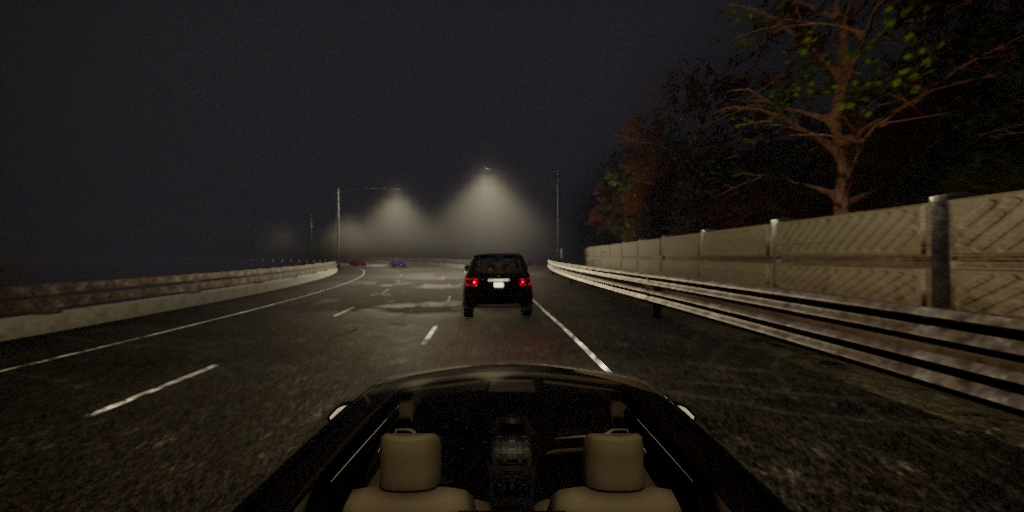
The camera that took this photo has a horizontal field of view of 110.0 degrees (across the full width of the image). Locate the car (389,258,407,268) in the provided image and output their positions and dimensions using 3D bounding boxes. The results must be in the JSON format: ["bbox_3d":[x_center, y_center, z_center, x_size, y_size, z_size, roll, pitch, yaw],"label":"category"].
[{"bbox_3d":[-16.975,1.074,53.279,1.812,1.442,4.674,0,0,-28],"label":"car"}]

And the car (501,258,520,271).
[{"bbox_3d":[-0.116,1.044,45.150,1.837,1.490,4.892,0,0,6],"label":"car"}]

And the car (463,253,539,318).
[{"bbox_3d":[-0.542,0.917,12.929,2.150,2.045,5.566,0,0,-4],"label":"car"}]

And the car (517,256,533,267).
[{"bbox_3d":[2.189,0.811,60.526,2.097,1.767,4.553,0,0,10],"label":"car"}]
